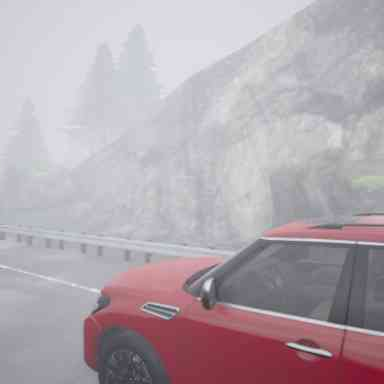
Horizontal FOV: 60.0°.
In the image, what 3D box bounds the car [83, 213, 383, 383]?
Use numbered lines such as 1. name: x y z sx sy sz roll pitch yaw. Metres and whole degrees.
1. car: 1.442 1.217 2.924 5.566 2.045 2.150 0 0 36
